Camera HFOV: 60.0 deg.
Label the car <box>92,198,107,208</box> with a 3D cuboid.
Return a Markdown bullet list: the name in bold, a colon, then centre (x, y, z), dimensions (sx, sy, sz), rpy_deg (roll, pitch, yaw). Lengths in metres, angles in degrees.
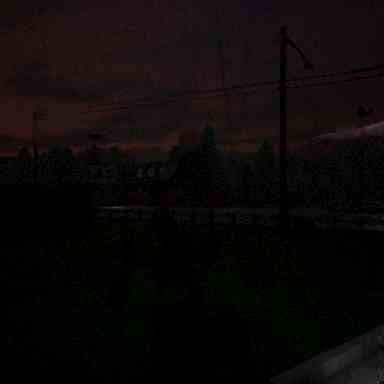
- **car**: centre (-15.016, 1.509, 47.521), dimensions (5.008, 1.535, 1.882), rpy_deg (0, 0, 29)

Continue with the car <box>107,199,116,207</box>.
- **car**: centre (-13.594, 1.601, 50.772), dimensions (4.181, 1.385, 1.994), rpy_deg (0, 0, 29)
